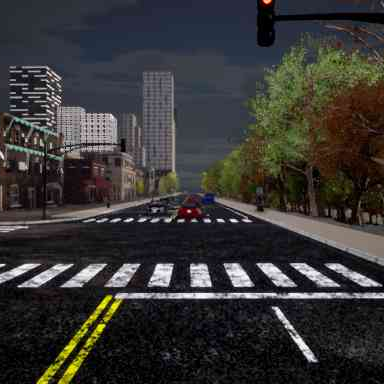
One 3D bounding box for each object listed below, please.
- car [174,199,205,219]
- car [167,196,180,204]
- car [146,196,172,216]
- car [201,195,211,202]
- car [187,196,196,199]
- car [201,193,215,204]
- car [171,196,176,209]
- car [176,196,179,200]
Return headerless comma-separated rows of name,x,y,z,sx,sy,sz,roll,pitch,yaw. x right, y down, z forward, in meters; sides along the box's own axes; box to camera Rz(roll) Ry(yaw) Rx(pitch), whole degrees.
car,-0.128,1.555,29.110,1.994,1.385,4.181,0,0,3
car,-3.456,1.468,63.562,2.128,1.511,4.902,0,0,1
car,-3.429,1.481,32.982,2.128,1.511,4.902,0,0,0
car,3.057,1.448,74.409,1.882,1.535,5.008,0,0,0
car,-0.059,1.540,64.485,1.994,1.385,4.181,0,0,-1
car,3.187,1.197,63.834,2.150,2.045,5.566,0,0,0
car,-3.449,1.490,43.032,1.837,1.490,4.892,0,0,0
car,-3.467,1.486,53.172,1.837,1.490,4.892,0,0,0
